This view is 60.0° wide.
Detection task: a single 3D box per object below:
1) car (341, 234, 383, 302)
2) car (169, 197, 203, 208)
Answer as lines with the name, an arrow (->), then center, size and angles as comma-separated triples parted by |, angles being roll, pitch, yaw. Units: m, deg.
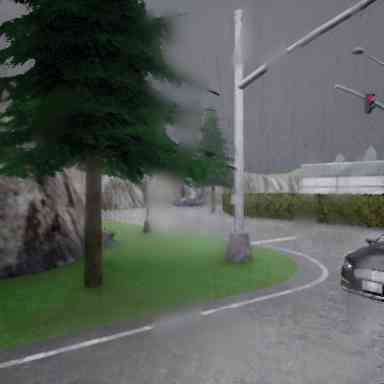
car -> 5.338, 1.478, 7.513 | 4.902, 1.511, 2.128 | 0, 0, -34
car -> -0.798, 1.500, 48.073 | 5.357, 1.411, 2.033 | 0, 0, -43
